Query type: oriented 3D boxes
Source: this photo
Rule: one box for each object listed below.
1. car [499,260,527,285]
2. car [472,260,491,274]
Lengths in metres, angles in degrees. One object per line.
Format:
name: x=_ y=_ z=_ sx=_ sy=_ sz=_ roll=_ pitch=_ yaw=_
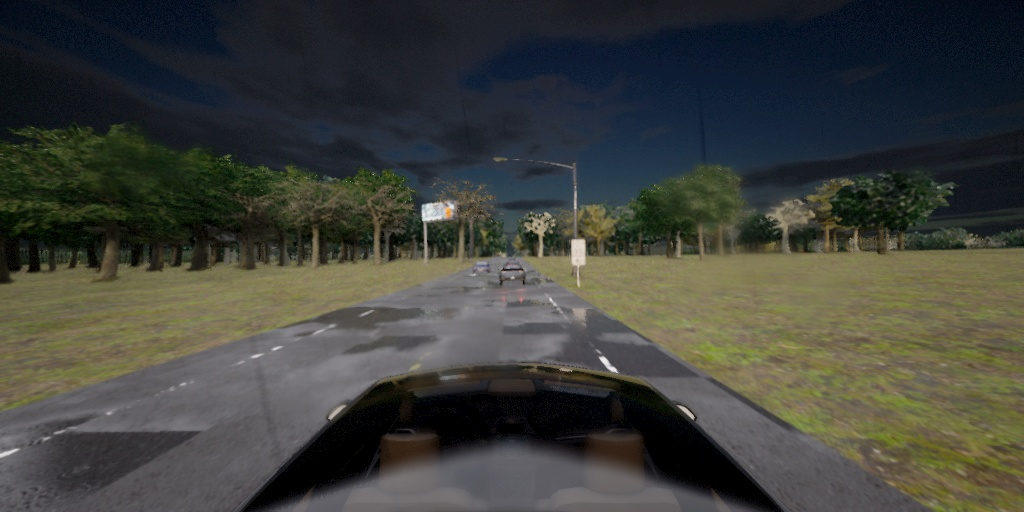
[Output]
car: x=0.049 y=1.253 z=26.183 sx=2.128 sy=1.511 sz=4.902 roll=-1 pitch=0 yaw=1
car: x=-3.438 y=1.253 z=41.517 sx=1.812 sy=1.442 sz=4.674 roll=-1 pitch=0 yaw=0
